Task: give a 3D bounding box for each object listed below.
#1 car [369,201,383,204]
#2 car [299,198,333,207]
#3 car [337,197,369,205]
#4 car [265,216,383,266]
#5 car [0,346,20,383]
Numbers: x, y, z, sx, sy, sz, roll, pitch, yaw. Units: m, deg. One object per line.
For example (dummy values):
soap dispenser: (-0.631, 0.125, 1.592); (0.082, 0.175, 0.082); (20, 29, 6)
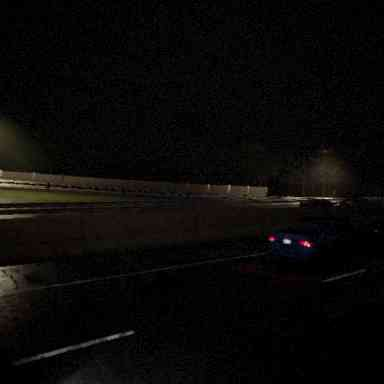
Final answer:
car: (21.922, 1.621, 36.805); (4.181, 1.385, 1.994); (0, 0, -35)
car: (15.104, 1.526, 40.547); (5.008, 1.535, 1.882); (0, 0, -35)
car: (18.958, 1.406, 38.993); (4.553, 1.767, 2.097); (0, 0, -35)
car: (4.926, 1.554, 11.558); (5.357, 1.411, 2.033); (0, 0, -36)
car: (-3.531, 1.547, 1.228); (5.357, 1.411, 2.033); (0, 0, -36)
